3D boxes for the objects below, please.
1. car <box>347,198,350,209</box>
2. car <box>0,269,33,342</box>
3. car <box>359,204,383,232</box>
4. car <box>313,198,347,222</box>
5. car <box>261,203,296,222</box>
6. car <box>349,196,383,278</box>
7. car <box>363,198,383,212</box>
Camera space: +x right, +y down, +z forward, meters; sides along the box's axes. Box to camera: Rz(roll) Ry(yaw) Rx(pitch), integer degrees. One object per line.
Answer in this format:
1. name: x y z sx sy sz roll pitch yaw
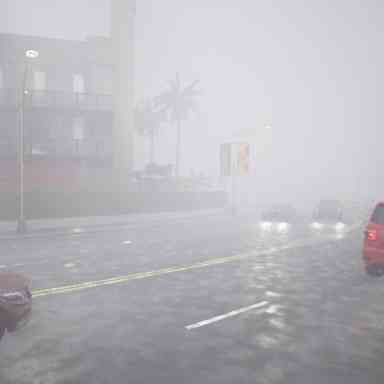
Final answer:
1. car: 18.725 1.459 40.842 1.882 1.535 5.008 0 0 6
2. car: -4.673 1.520 4.362 4.674 1.442 1.812 0 0 -34
3. car: 12.020 1.540 20.946 2.033 1.411 5.357 0 0 34
4. car: 10.903 1.340 26.459 2.097 1.767 4.553 0 0 26
5. car: 6.979 1.549 26.471 1.994 1.385 4.181 0 0 29
6. car: 6.615 1.215 9.231 5.566 2.045 2.150 1 0 -44
7. car: 22.073 1.510 39.347 1.812 1.442 4.674 0 0 7
